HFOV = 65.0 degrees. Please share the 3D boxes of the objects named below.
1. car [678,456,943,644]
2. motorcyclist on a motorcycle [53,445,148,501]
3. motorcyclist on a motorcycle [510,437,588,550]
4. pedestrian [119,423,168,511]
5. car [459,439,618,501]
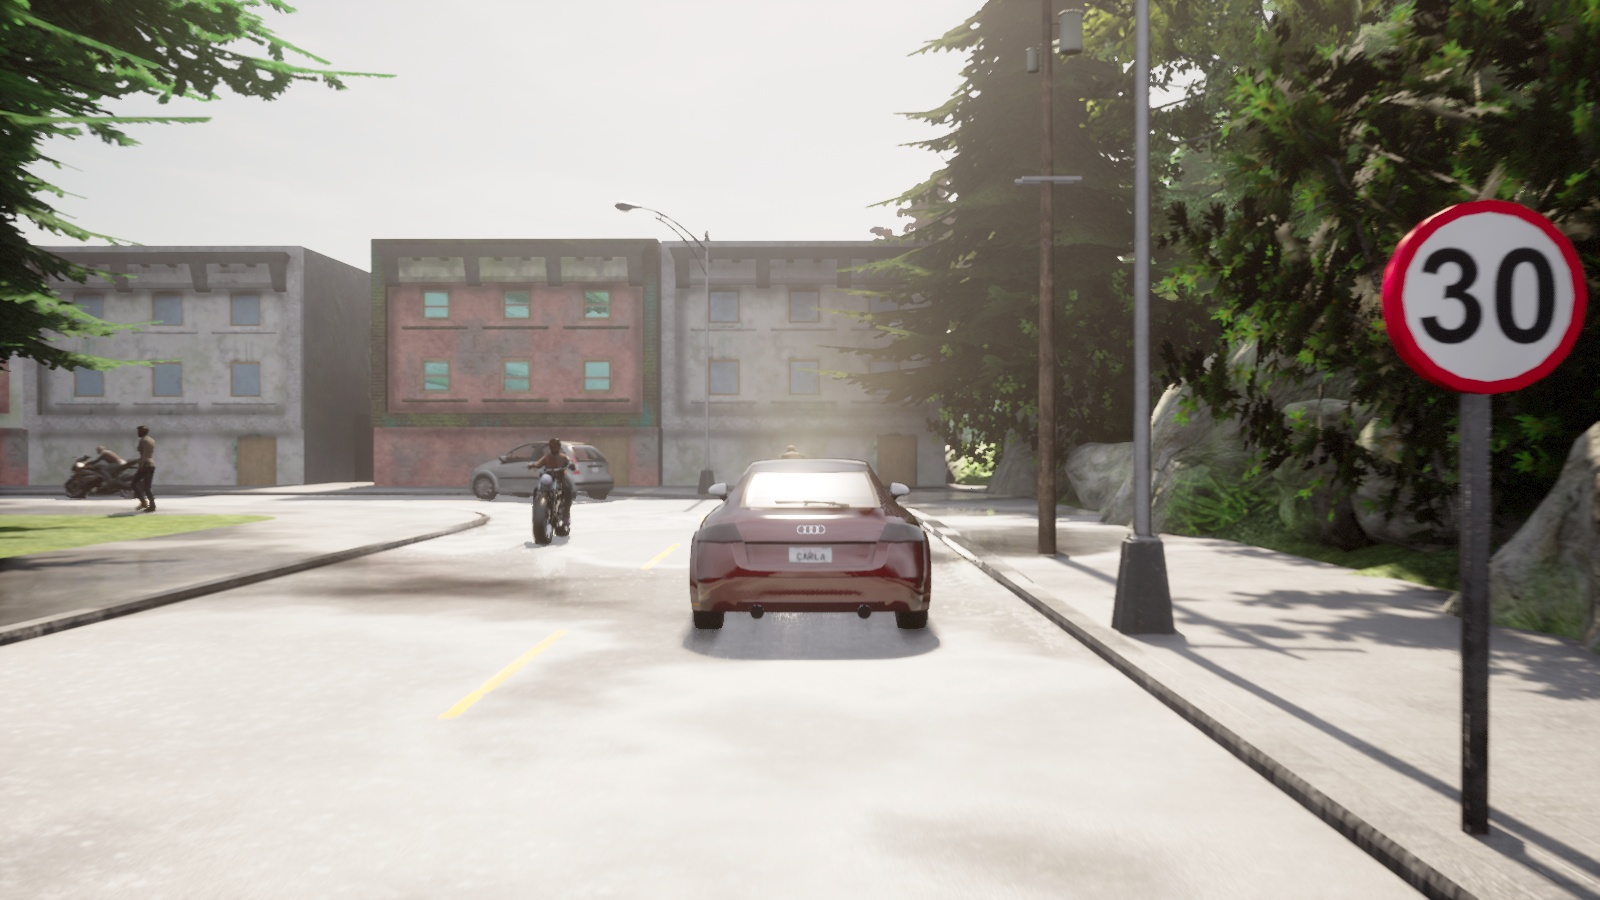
[{"bbox_3d":[0.083,0.767,11.557,1.994,1.385,4.181,0,0,0],"label":"car"},{"bbox_3d":[-19.620,0.634,35.261,2.191,1.530,0.866,0,0,0],"label":"motorcyclist on a motorcycle"},{"bbox_3d":[-3.863,0.621,19.533,0.766,1.649,2.350,0,0,-1],"label":"motorcyclist on a motorcycle"},{"bbox_3d":[-13.590,0.348,25.993,0.869,1.805,0.328,0,0,6],"label":"pedestrian"},{"bbox_3d":[-7.123,0.513,34.196,3.988,1.617,1.851,0,0,29],"label":"car"}]
